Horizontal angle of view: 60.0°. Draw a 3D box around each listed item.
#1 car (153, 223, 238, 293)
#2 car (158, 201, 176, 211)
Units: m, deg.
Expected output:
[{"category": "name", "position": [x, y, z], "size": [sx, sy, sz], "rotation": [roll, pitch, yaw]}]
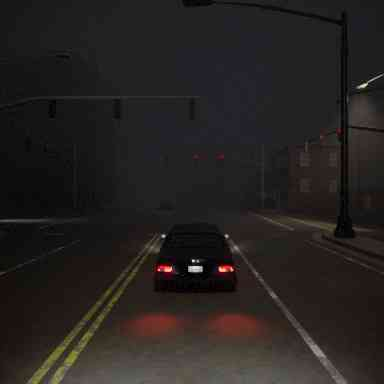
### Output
[{"category": "car", "position": [0.083, 1.547, 8.988], "size": [2.033, 1.411, 5.357], "rotation": [0, 0, 0]}, {"category": "car", "position": [-3.538, 2.008, 45.961], "size": [1.812, 1.442, 4.674], "rotation": [0, -4, 0]}]
